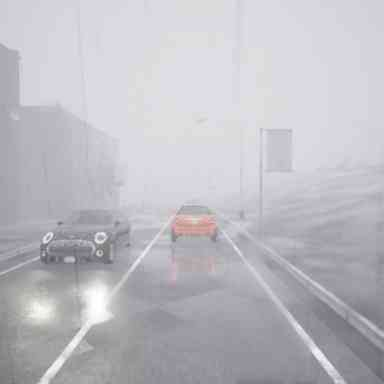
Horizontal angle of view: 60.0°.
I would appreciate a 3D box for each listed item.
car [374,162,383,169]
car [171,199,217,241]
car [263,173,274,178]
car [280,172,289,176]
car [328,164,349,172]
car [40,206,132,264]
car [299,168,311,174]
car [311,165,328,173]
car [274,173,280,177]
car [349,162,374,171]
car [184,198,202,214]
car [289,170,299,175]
[{"bbox_3d":[25.043,-3.365,40.316,2.231,1.521,4.892,0,1,-9],"label":"car"},{"bbox_3d":[0.100,1.347,16.847,2.097,1.767,4.553,0,0,0],"label":"car"},{"bbox_3d":[21.496,-4.306,89.881,2.185,1.767,4.553,0,1,-1],"label":"car"},{"bbox_3d":[21.862,-3.971,73.426,2.231,1.521,4.892,0,1,-1],"label":"car"},{"bbox_3d":[23.535,-3.537,51.151,2.163,1.488,4.792,0,1,-6],"label":"car"},{"bbox_3d":[-3.504,1.346,11.794,2.097,1.767,4.553,0,0,0],"label":"car"},{"bbox_3d":[22.447,-3.773,62.348,2.097,1.535,5.008,0,1,-4],"label":"car"},{"bbox_3d":[22.916,-3.797,56.842,2.185,1.767,4.553,0,1,-5],"label":"car"},{"bbox_3d":[21.733,-4.049,78.944,2.231,1.521,4.892,0,1,-1],"label":"car"},{"bbox_3d":[24.238,-3.426,45.678,2.002,1.452,4.674,0,1,-7],"label":"car"},{"bbox_3d":[0.101,1.467,35.605,1.882,1.535,5.008,0,0,0],"label":"car"},{"bbox_3d":[22.095,-3.834,67.885,2.002,1.452,4.674,0,1,-2],"label":"car"}]
